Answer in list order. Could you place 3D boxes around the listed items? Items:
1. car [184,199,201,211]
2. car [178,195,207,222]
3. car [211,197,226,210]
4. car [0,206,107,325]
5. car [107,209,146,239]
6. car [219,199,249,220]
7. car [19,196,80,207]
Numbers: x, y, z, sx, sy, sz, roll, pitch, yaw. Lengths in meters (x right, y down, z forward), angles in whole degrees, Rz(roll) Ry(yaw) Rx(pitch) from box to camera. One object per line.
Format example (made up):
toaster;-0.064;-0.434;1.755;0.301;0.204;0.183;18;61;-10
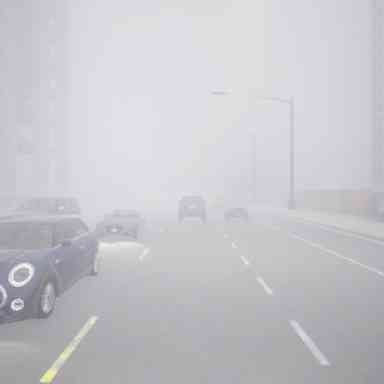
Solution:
car;0.066;1.608;43.146;1.994;1.385;4.181;0;0;0
car;0.021;1.252;26.843;2.150;2.045;5.566;0;0;0
car;3.566;1.396;43.398;2.097;1.767;4.553;0;0;0
car;-3.595;1.359;7.373;2.097;1.767;4.553;0;0;0
car;-3.586;1.581;17.309;1.994;1.385;4.181;0;0;0
car;3.598;1.554;27.904;1.812;1.442;4.674;0;0;0
car;-7.087;1.237;16.140;2.150;2.045;5.566;0;0;0
